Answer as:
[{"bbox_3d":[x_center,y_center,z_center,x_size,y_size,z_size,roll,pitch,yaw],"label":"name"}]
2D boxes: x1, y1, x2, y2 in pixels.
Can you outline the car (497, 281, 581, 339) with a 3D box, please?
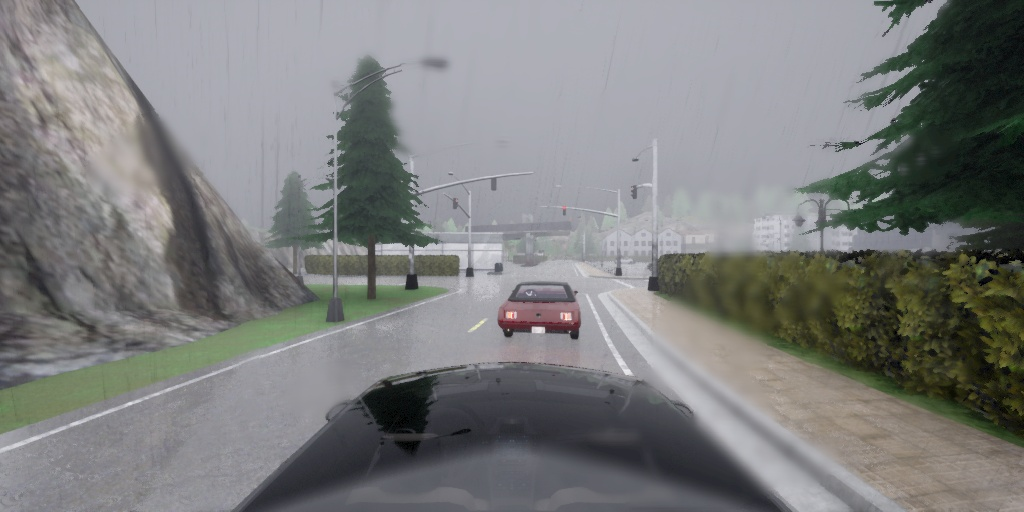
[{"bbox_3d":[0.914,1.351,10.127,1.895,1.301,4.718,0,0,8],"label":"car"}]
